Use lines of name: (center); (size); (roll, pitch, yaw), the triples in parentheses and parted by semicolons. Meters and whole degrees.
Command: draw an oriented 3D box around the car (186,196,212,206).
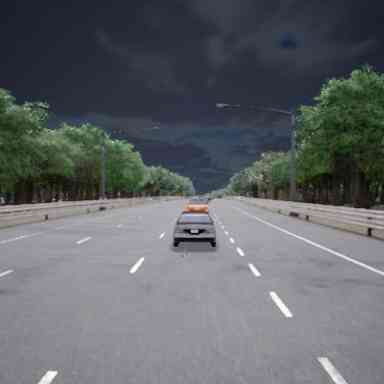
car: (0.519, 1.446, 30.794); (2.097, 1.767, 4.553); (0, 0, 2)

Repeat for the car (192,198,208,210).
car: (1.118, 1.642, 45.932); (2.128, 1.511, 4.902); (0, 0, 3)

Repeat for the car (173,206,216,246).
car: (0.142, 1.585, 15.472); (2.033, 1.411, 5.357); (0, 0, 1)

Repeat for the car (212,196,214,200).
car: (4.284, 1.881, 91.932); (1.882, 1.535, 5.008); (0, 0, 5)

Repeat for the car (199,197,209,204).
car: (2.526, 1.828, 69.632); (1.994, 1.385, 4.181); (0, 0, 4)
